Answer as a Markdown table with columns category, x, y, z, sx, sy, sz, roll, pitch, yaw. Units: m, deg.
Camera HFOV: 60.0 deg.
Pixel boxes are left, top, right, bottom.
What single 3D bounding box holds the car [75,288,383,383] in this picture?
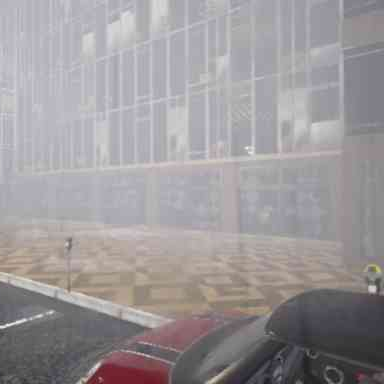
| category | x | y | z | sx | sy | sz | roll | pitch | yaw |
| --- | --- | --- | --- | --- | --- | --- | --- | --- | --- |
| car | 0.940 | 1.442 | 2.206 | 4.097 | 1.590 | 1.967 | 0 | 0 | 36 |
